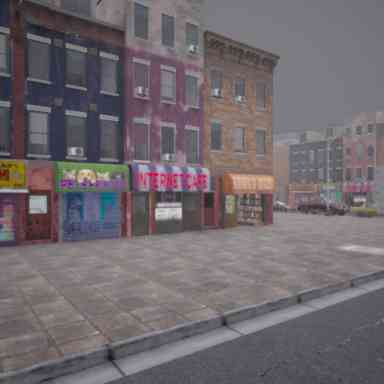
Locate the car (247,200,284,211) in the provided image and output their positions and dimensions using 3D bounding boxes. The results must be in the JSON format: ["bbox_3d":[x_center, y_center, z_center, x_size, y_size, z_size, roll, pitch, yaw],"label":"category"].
[{"bbox_3d":[9.450,1.692,43.060,1.895,1.301,4.718,0,0,-35],"label":"car"}]

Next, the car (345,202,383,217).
[{"bbox_3d":[16.236,1.571,28.831,1.752,1.417,4.829,0,0,-35],"label":"car"}]

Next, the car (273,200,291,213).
[{"bbox_3d":[9.809,1.657,37.849,1.802,1.307,4.206,0,0,-35],"label":"car"}]

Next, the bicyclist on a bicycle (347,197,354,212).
[{"bbox_3d":[17.529,1.372,36.747,1.656,1.620,0.582,0,0,-35],"label":"bicyclist on a bicycle"}]

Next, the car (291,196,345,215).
[{"bbox_3d":[12.973,1.376,33.409,2.192,1.841,5.009,0,0,-35],"label":"car"}]
